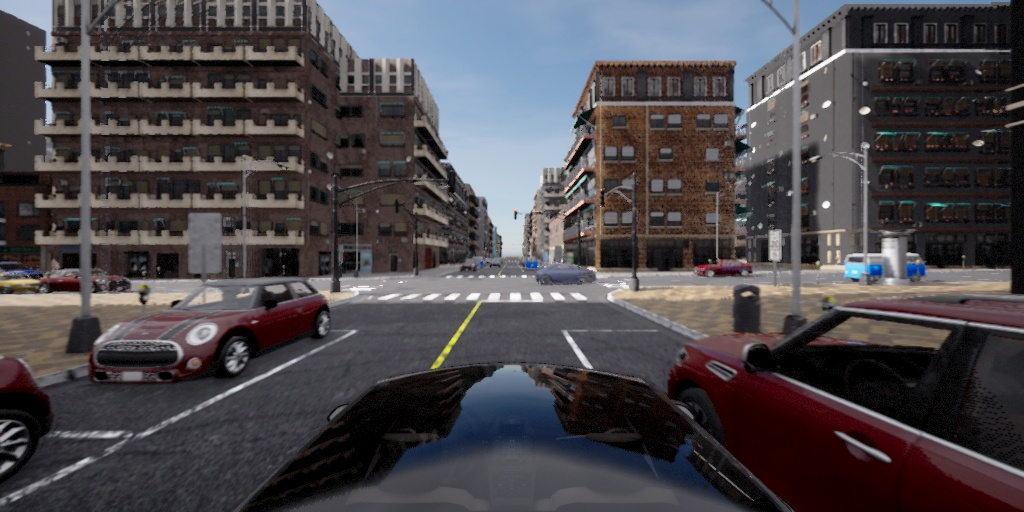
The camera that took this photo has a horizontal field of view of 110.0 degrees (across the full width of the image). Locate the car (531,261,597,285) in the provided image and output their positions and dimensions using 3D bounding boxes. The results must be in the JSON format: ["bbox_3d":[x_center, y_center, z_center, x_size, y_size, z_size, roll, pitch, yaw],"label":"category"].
[{"bbox_3d":[3.644,1.216,24.669,4.181,1.385,1.994,-1,0,0],"label":"car"}]

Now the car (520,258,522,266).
[{"bbox_3d":[2.673,1.216,56.277,1.888,1.381,4.507,0,0,0],"label":"car"}]

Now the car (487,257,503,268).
[{"bbox_3d":[-2.780,1.169,59.395,1.837,1.490,4.892,0,0,1],"label":"car"}]

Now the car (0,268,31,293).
[{"bbox_3d":[-31.508,1.662,22.100,4.829,1.417,1.751,0,0,0],"label":"car"}]

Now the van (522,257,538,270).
[{"bbox_3d":[2.706,1.021,50.073,1.690,1.789,3.998,0,0,0],"label":"van"}]

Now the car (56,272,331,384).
[{"bbox_3d":[-5.405,1.184,7.099,1.967,1.591,4.097,0,0,0],"label":"car"}]

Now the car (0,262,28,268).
[{"bbox_3d":[-35.308,1.401,24.664,5.566,2.045,2.150,-1,0,0],"label":"car"}]

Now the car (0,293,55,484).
[{"bbox_3d":[-5.316,1.190,1.555,1.967,1.591,4.097,0,0,0],"label":"car"}]

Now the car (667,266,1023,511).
[{"bbox_3d":[2.565,1.065,1.553,2.192,1.841,5.009,0,0,0],"label":"car"}]

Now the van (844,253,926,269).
[{"bbox_3d":[22.966,0.733,22.106,3.998,1.789,1.690,0,0,0],"label":"van"}]

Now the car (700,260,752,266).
[{"bbox_3d":[17.607,0.999,29.986,4.507,1.381,1.888,0,0,0],"label":"car"}]

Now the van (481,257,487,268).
[{"bbox_3d":[-5.397,1.011,56.279,1.690,1.789,3.998,0,0,0],"label":"van"}]

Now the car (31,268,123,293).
[{"bbox_3d":[-26.153,1.502,22.101,4.097,1.591,1.967,0,0,0],"label":"car"}]

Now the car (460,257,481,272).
[{"bbox_3d":[-5.434,1.128,45.114,1.967,1.591,4.097,0,0,0],"label":"car"}]
